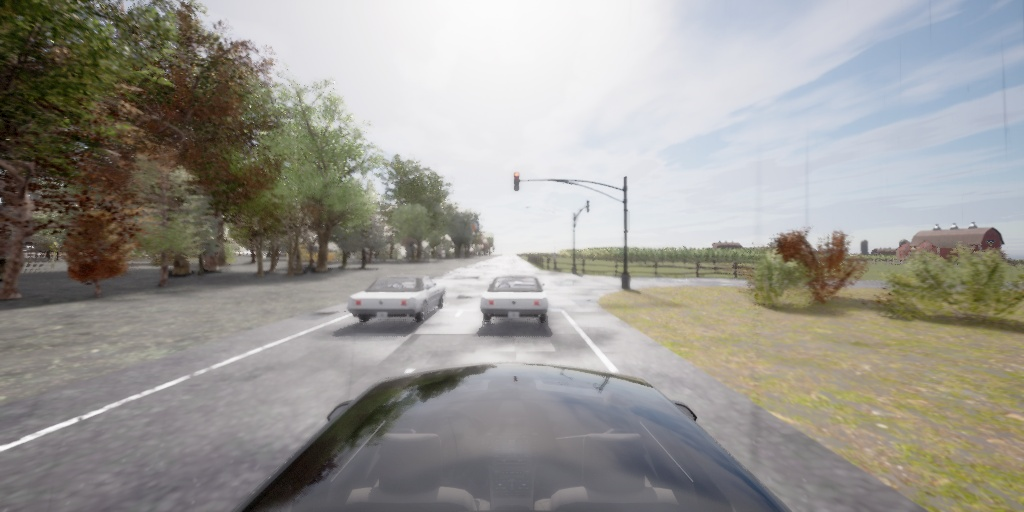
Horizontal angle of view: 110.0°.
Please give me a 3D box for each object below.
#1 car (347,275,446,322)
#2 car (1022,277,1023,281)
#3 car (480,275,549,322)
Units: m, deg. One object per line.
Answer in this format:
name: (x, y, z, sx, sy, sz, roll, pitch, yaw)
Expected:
car: (-3.453, 1.261, 11.813, 1.895, 1.301, 4.718, 0, 1, 0)
car: (44.702, 1.605, 29.212, 4.181, 1.385, 1.994, 1, 0, 1)
car: (0.163, 1.261, 11.811, 1.895, 1.301, 4.718, 0, 1, 3)
